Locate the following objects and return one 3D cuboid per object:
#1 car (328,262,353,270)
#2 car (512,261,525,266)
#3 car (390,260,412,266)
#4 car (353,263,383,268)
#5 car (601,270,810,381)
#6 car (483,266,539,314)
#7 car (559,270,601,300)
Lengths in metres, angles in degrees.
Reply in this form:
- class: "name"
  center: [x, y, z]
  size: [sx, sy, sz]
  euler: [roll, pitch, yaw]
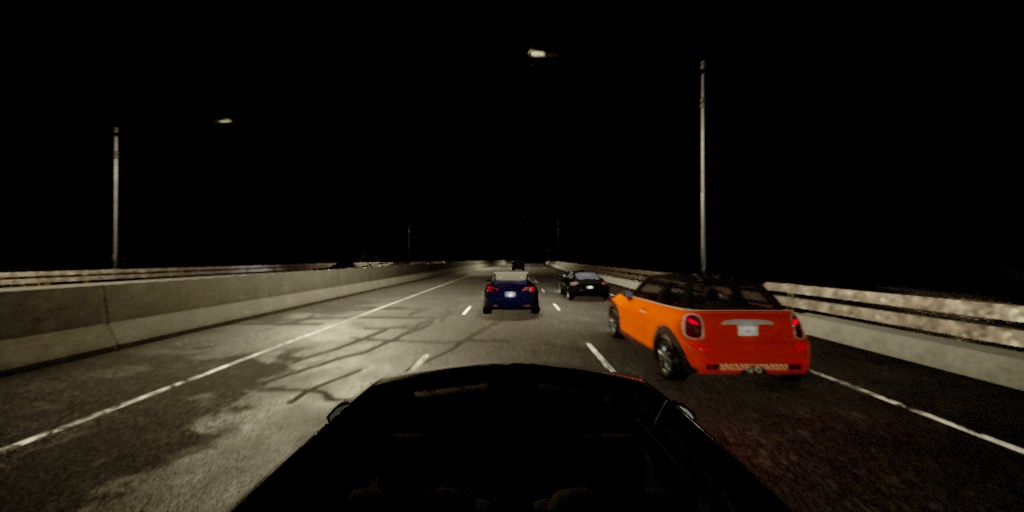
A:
- class: "car"
  center: [-20.476, 1.517, 43.612]
  size: [1.837, 1.490, 4.892]
  euler: [0, 0, 1]
- class: "car"
  center: [0.947, 1.586, 54.777]
  size: [1.812, 1.442, 4.674]
  euler: [0, 0, 2]
- class: "car"
  center: [-13.478, 1.344, 43.471]
  size: [2.097, 1.767, 4.553]
  euler: [0, 0, 1]
- class: "car"
  center: [-16.978, 1.627, 43.496]
  size: [1.895, 1.301, 4.718]
  euler: [0, 0, 1]
- class: "car"
  center: [3.509, 1.131, 7.442]
  size: [2.097, 1.767, 4.553]
  euler: [0, 0, 0]
- class: "car"
  center: [-0.007, 1.315, 14.172]
  size: [2.163, 1.488, 4.792]
  euler: [0, 0, 1]
- class: "car"
  center: [3.587, 1.400, 18.393]
  size: [1.994, 1.385, 4.181]
  euler: [0, 0, 1]
